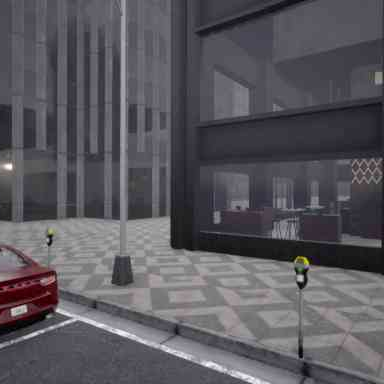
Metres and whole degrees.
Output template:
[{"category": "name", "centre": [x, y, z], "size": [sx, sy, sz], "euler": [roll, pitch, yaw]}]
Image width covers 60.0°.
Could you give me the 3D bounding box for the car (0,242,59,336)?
[{"category": "car", "centre": [-4.265, 1.544, 6.018], "size": [4.507, 1.381, 1.887], "euler": [0, 0, 36]}]
